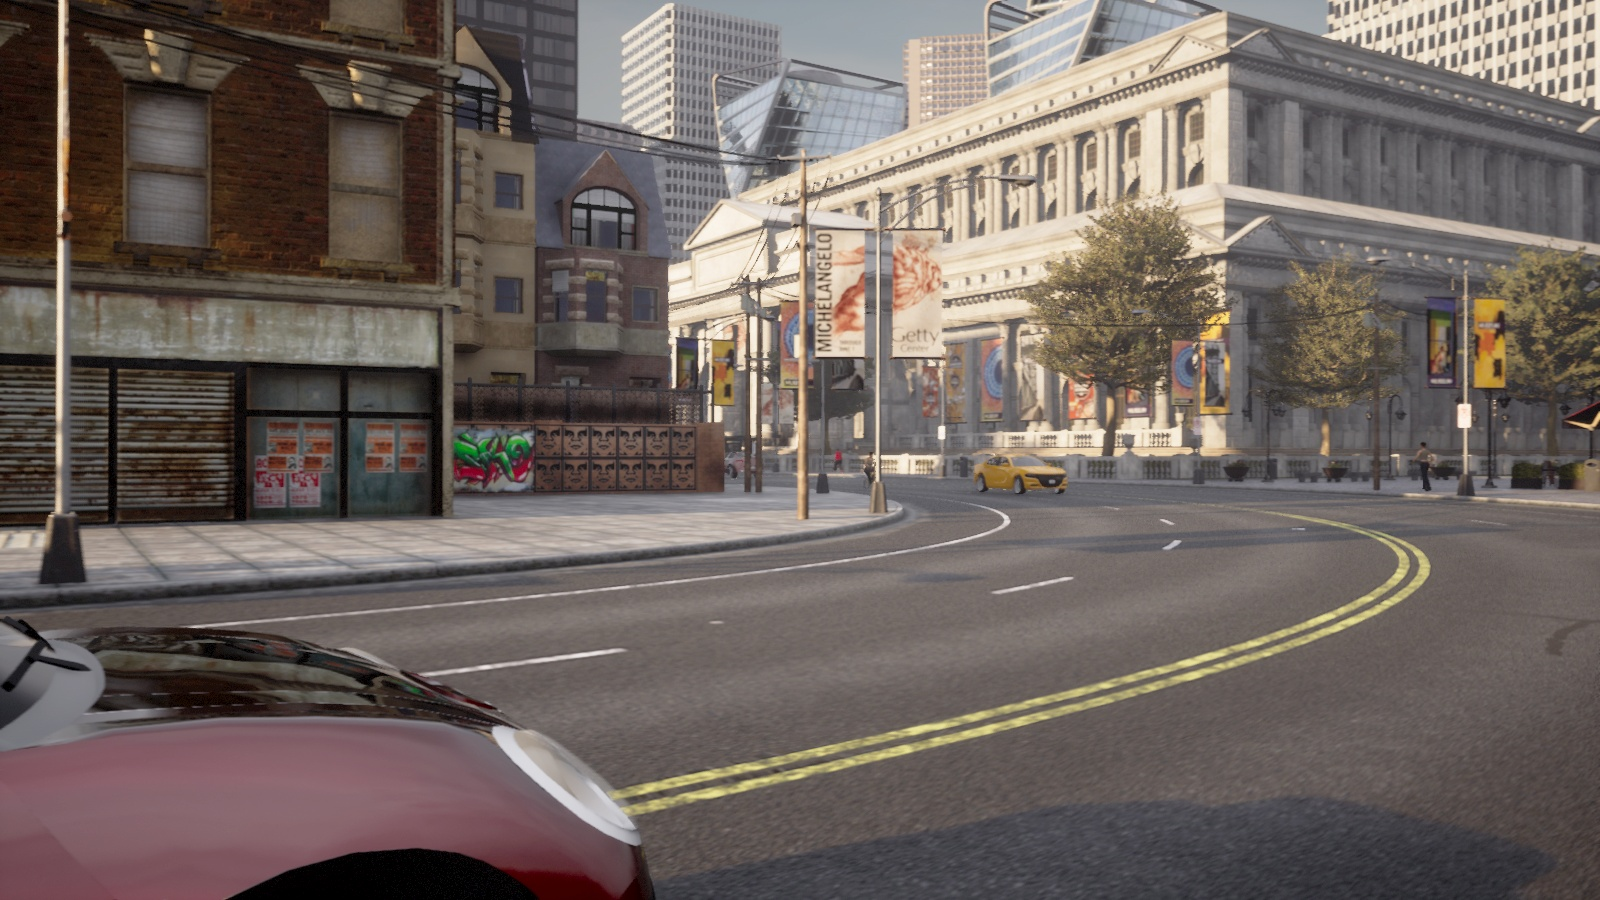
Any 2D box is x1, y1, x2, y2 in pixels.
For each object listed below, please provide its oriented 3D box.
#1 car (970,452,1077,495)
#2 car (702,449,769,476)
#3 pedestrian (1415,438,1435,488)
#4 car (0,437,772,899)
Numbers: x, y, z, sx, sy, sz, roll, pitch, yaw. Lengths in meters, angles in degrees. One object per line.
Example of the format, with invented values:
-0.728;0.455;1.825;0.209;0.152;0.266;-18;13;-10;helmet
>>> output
8.486;0.860;48.198;1.882;1.535;5.008;0;0;-18;car
-4.107;0.800;79.473;2.152;1.651;5.027;0;0;-30;car
23.157;0.494;46.509;0.345;1.836;0.594;0;0;-14;pedestrian
-2.181;0.724;2.147;3.806;1.475;1.970;0;0;-34;car
